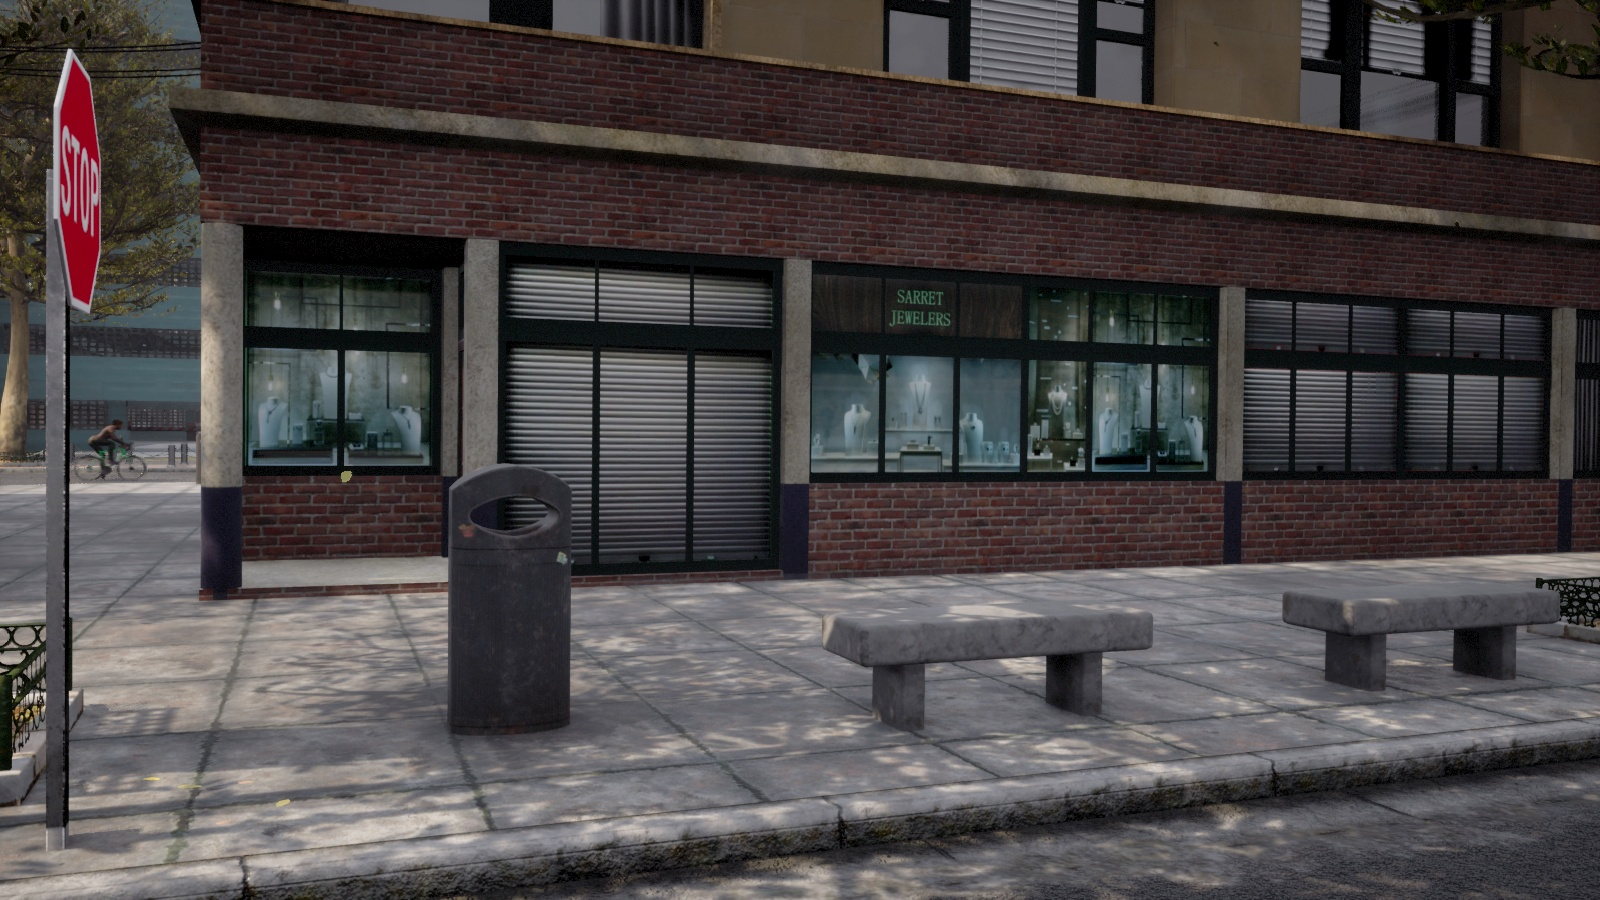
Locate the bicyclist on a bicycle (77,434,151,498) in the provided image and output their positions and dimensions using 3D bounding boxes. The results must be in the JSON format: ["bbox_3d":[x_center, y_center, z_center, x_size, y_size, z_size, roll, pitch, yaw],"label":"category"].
[{"bbox_3d":[-17.931,0.411,32.828,1.656,1.620,0.582,-1,2,-31],"label":"bicyclist on a bicycle"}]
